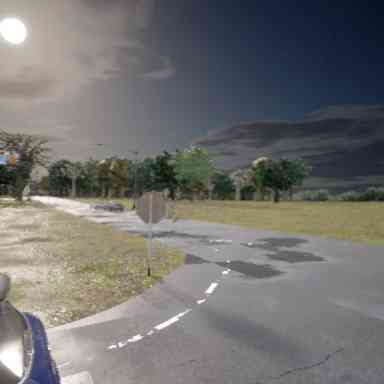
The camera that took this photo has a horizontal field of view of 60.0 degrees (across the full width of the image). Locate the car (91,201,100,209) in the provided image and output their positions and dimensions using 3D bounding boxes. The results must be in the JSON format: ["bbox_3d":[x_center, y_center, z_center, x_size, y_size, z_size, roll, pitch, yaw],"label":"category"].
[{"bbox_3d":[-16.128,2.249,57.563,1.895,1.301,4.718,2,-1,-28],"label":"car"}]

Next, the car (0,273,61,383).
[{"bbox_3d":[-2.997,1.407,1.643,4.553,1.767,2.097,0,-2,-28],"label":"car"}]

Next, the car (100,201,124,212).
[{"bbox_3d":[-11.420,2.102,48.706,2.128,1.511,4.902,2,-1,-28],"label":"car"}]
